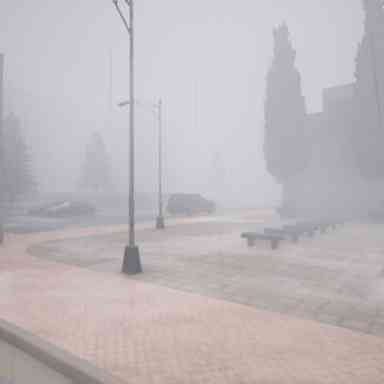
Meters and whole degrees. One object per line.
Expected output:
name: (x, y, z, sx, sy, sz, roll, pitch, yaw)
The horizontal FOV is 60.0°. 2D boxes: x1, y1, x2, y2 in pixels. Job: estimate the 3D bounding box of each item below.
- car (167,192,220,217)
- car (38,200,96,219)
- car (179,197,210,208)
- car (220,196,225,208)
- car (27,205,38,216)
car: (0.004, 1.237, 32.083, 2.150, 2.045, 5.566, 0, 0, 38)
car: (-10.802, 1.548, 29.811, 1.812, 1.442, 4.674, 0, 0, 37)
car: (0.481, 1.515, 50.156, 2.128, 1.511, 4.902, 0, 0, 38)
car: (2.399, 1.585, 46.922, 1.994, 1.385, 4.181, 0, 0, 38)
car: (-13.382, 1.528, 32.231, 1.837, 1.490, 4.892, 0, 0, 38)
